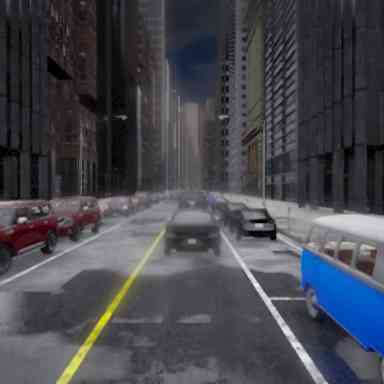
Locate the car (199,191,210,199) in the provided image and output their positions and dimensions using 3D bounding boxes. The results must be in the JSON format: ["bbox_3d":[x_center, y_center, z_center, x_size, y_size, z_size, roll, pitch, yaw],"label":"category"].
[{"bbox_3d":[2.759,0.618,71.839,2.192,1.841,5.009,0,1,0],"label":"car"}]

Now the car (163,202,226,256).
[{"bbox_3d":[0.047,1.349,12.564,1.882,1.535,5.008,0,0,1],"label":"car"}]

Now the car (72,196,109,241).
[{"bbox_3d":[-5.762,1.154,15.733,2.192,1.841,5.009,0,1,0],"label":"car"}]

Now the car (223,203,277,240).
[{"bbox_3d":[2.763,1.405,15.752,1.947,1.339,4.313,0,1,0],"label":"car"}]

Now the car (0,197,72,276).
[{"bbox_3d":[-5.762,1.211,10.125,2.192,1.841,5.009,0,1,0],"label":"car"}]

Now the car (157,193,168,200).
[{"bbox_3d":[-5.766,0.937,66.219,1.802,1.307,4.206,0,1,0],"label":"car"}]

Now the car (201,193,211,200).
[{"bbox_3d":[2.759,0.936,66.232,1.802,1.307,4.206,0,1,0],"label":"car"}]

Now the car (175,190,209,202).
[{"bbox_3d":[0.036,0.951,27.023,2.150,2.045,5.566,0,1,1],"label":"car"}]

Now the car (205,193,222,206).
[{"bbox_3d":[2.761,1.005,43.796,1.967,1.590,4.097,0,1,0],"label":"car"}]

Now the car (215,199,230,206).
[{"bbox_3d":[2.762,1.349,21.362,1.947,1.339,4.313,0,1,0],"label":"car"}]

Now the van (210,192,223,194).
[{"bbox_3d":[2.762,0.960,38.186,1.690,1.788,3.998,0,1,0],"label":"van"}]

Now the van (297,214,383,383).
[{"bbox_3d":[2.764,1.293,4.533,1.690,1.788,3.998,0,1,0],"label":"van"}]

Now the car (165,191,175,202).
[{"bbox_3d":[-3.060,0.989,58.452,1.994,1.385,4.181,0,1,0],"label":"car"}]

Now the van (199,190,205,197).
[{"bbox_3d":[2.758,0.442,94.275,1.690,1.788,3.998,0,1,0],"label":"van"}]

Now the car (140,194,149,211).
[{"bbox_3d":[-5.764,1.225,32.564,2.008,1.369,4.403,0,1,0],"label":"car"}]

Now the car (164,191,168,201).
[{"bbox_3d":[-5.765,0.957,60.610,2.008,1.369,4.403,0,1,0],"label":"car"}]

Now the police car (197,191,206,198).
[{"bbox_3d":[2.361,0.621,83.729,1.930,1.638,5.238,0,1,0],"label":"police car"}]

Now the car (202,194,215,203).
[{"bbox_3d":[2.760,1.024,55.014,1.947,1.339,4.313,0,1,0],"label":"car"}]

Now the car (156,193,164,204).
[{"bbox_3d":[-5.765,1.077,49.391,1.947,1.339,4.313,0,1,0],"label":"car"}]

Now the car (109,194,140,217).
[{"bbox_3d":[-5.763,1.169,26.953,1.967,1.590,4.097,0,1,0],"label":"car"}]

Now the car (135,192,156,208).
[{"bbox_3d":[-5.763,0.934,38.170,2.192,1.841,5.009,0,1,0],"label":"car"}]

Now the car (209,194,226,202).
[{"bbox_3d":[2.762,1.218,32.579,1.887,1.381,4.507,0,1,0],"label":"car"}]
